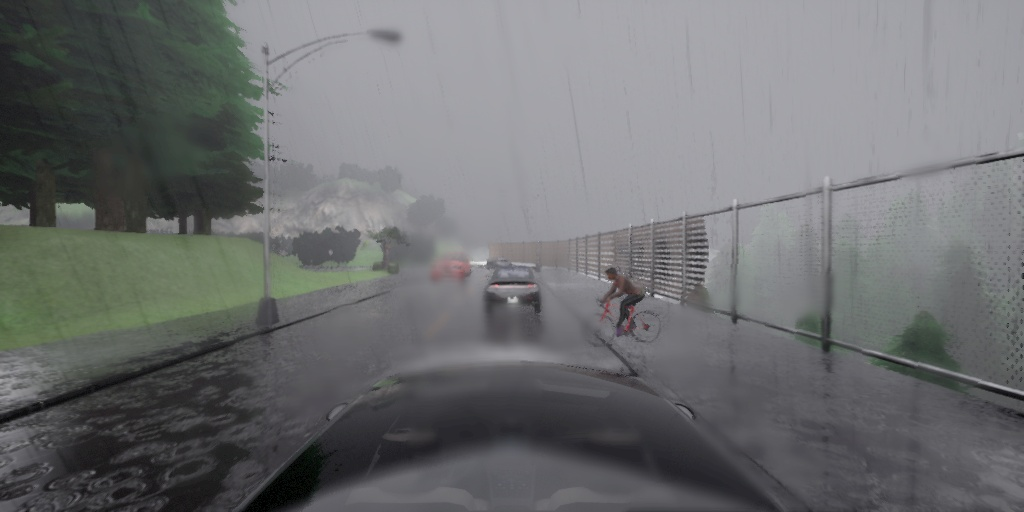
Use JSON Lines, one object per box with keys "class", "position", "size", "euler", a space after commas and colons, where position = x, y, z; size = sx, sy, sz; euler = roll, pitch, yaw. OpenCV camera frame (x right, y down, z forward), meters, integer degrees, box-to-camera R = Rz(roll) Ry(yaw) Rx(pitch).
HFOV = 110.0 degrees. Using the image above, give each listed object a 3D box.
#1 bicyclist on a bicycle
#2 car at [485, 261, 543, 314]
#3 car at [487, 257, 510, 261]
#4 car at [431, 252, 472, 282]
{"class": "bicyclist on a bicycle", "position": [2.258, 1.046, 7.413], "size": [1.656, 1.620, 0.582], "euler": [-4, 1, 0]}
{"class": "car", "position": [0.042, 1.106, 13.081], "size": [2.128, 1.511, 4.902], "euler": [0, 1, 0]}
{"class": "car", "position": [-1.478, 0.816, 38.031], "size": [2.128, 1.511, 4.902], "euler": [0, 1, -18]}
{"class": "car", "position": [-4.130, 0.759, 25.343], "size": [2.150, 2.045, 5.566], "euler": [0, 1, 0]}
